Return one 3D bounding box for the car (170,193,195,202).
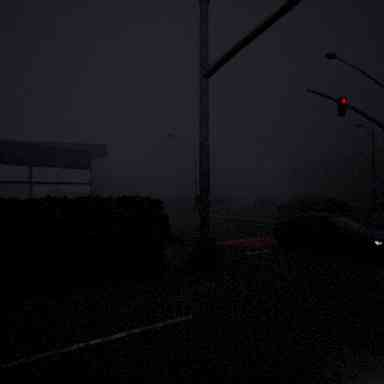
[{"bbox_3d":[-1.991,1.057,65.708,4.605,1.855,1.932,0,0,-35],"label":"car"}]

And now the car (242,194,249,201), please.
[{"bbox_3d":[14.068,1.094,73.068,5.027,1.636,2.152,0,0,-35],"label":"car"}]

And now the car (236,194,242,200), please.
[{"bbox_3d":[10.135,1.173,78.149,3.806,1.475,1.970,0,0,-35],"label":"car"}]

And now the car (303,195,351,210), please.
[{"bbox_3d":[12.530,1.309,30.205,4.514,1.523,2.007,0,0,-35],"label":"car"}]

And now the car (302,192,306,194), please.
[{"bbox_3d":[21.380,1.017,62.569,3.866,1.878,1.905,0,0,-35],"label":"car"}]

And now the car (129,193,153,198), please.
[{"bbox_3d":[-8.927,1.330,60.831,3.806,1.475,1.970,0,0,-35],"label":"car"}]

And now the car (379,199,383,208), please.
[{"bbox_3d":[26.095,1.333,43.297,3.806,1.475,1.970,0,0,-35],"label":"car"}]

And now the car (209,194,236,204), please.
[{"bbox_3d":[4.545,1.258,55.080,4.514,1.523,2.007,0,0,-35],"label":"car"}]

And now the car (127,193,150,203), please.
[{"bbox_3d":[-10.326,1.045,63.908,3.866,1.878,1.905,0,0,-35],"label":"car"}]

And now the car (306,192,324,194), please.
[{"bbox_3d":[23.379,1.037,60.420,4.605,1.855,1.932,0,0,-35],"label":"car"}]

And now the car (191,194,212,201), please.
[{"bbox_3d":[2.257,1.246,77.126,4.514,1.523,2.007,0,0,-35],"label":"car"}]

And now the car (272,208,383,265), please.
[{"bbox_3d":[5.002,1.513,12.013,1.812,1.442,4.674,0,0,-35],"label":"car"}]

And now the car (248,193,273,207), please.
[{"bbox_3d":[10.221,1.280,46.856,3.633,1.501,1.845,0,0,-35],"label":"car"}]

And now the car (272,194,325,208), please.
[{"bbox_3d":[10.694,1.300,32.749,5.027,1.636,2.152,0,0,-35],"label":"car"}]
